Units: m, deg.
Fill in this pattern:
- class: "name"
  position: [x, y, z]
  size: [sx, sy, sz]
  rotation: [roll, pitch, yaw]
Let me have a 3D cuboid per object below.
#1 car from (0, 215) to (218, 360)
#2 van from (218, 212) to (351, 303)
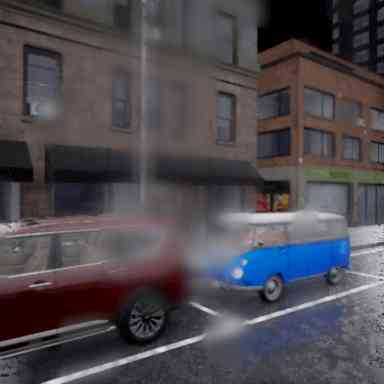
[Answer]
- class: "car"
  position: [-2.298, 1.324, 4.897]
  size: [5.009, 1.841, 2.192]
  rotation: [1, -1, -36]
- class: "van"
  position: [2.180, 1.402, 8.091]
  size: [3.998, 1.788, 1.690]
  rotation: [1, -1, -36]
